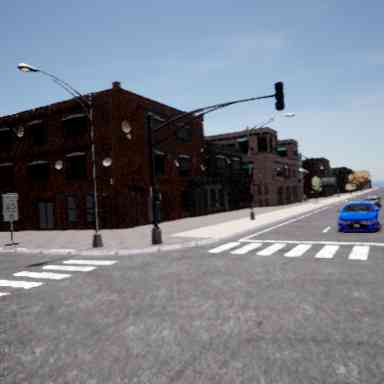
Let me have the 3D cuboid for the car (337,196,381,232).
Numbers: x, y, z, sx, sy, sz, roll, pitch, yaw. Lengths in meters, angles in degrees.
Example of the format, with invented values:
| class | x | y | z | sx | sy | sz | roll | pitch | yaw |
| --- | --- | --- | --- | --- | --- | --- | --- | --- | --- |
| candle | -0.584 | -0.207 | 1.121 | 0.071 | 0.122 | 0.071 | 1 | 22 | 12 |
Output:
| class | x | y | z | sx | sy | sz | roll | pitch | yaw |
| --- | --- | --- | --- | --- | --- | --- | --- | --- | --- |
| car | 9.251 | 1.282 | 18.401 | 1.882 | 1.535 | 5.008 | -3 | 0 | 30 |

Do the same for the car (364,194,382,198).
| class | x | y | z | sx | sy | sz | roll | pitch | yaw |
| --- | --- | --- | --- | --- | --- | --- | --- | --- | --- |
| car | 20.599 | 0.935 | 38.149 | 2.128 | 1.511 | 4.902 | -3 | -1 | 30 |
